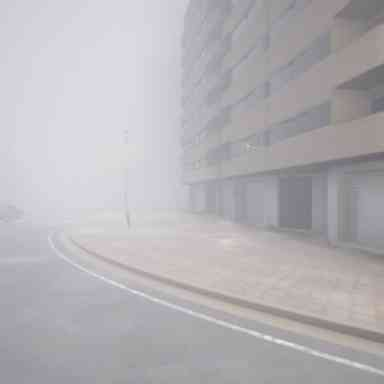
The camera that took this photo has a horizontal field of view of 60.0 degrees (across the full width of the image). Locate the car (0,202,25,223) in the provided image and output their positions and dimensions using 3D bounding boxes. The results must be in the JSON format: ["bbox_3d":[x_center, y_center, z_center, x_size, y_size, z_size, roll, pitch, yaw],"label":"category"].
[{"bbox_3d":[-15.176,1.689,26.837,2.033,1.411,5.357,0,0,-12],"label":"car"}]
